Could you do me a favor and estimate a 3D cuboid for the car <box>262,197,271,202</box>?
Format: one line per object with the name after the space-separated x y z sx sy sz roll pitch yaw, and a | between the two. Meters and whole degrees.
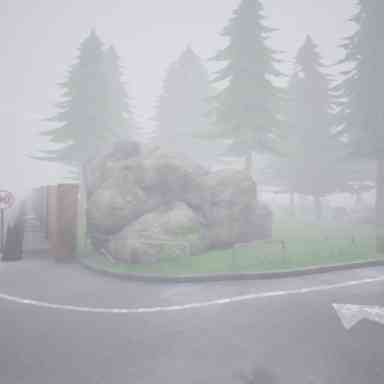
13.990 1.396 65.540 2.097 1.767 4.553 1 0 -16 | car

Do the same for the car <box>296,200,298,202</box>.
20.167 1.613 57.896 1.882 1.535 5.008 1 0 -20 | car

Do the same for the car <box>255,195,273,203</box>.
15.727 1.483 73.076 1.882 1.535 5.008 1 0 -12 | car
